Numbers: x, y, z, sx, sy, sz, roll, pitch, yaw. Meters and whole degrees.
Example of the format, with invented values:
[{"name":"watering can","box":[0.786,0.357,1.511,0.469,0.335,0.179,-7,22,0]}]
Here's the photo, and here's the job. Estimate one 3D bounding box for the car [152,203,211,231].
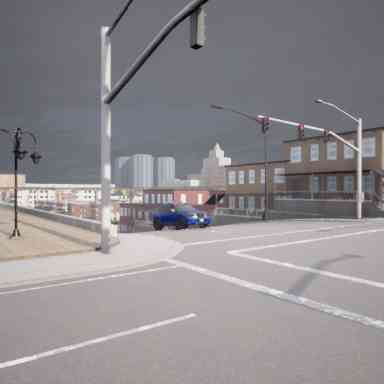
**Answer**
[{"name":"car","box":[-0.965,1.866,25.407,2.150,2.045,5.566,0,-6,-36]}]
